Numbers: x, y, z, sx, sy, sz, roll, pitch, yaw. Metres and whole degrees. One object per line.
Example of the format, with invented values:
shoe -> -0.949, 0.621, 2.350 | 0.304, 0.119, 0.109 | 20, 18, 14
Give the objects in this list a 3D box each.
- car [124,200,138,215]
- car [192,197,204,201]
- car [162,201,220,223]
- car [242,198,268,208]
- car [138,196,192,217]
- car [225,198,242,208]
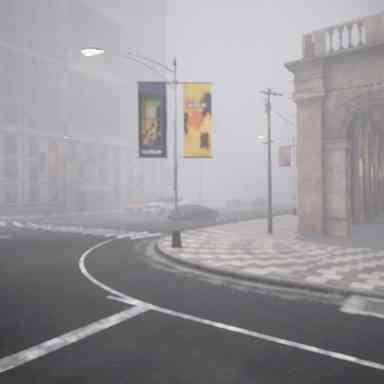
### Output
car -> -5.530, 1.633, 37.470 | 2.097, 1.767, 4.553 | -1, 0, 35
car -> 1.256, 2.122, 93.381 | 4.181, 1.385, 1.994 | -1, 0, 20
car -> 0.222, 1.713, 27.244 | 2.033, 1.411, 5.357 | -1, -1, 35
car -> 10.684, 1.735, 54.035 | 2.128, 1.511, 4.902 | -1, -1, 36
car -> -2.759, 1.464, 35.336 | 2.150, 2.045, 5.566 | -1, 0, 35
car -> 7.301, 1.787, 55.336 | 1.837, 1.490, 4.892 | -1, -1, 36
